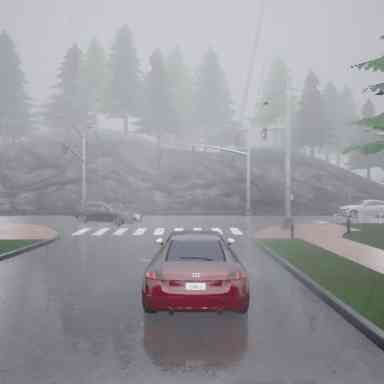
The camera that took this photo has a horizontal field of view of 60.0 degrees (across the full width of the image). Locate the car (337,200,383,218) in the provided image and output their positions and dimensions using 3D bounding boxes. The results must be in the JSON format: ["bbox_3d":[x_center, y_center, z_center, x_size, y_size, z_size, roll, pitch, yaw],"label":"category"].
[{"bbox_3d":[14.352,1.363,27.158,4.674,1.442,1.812,0,0,0],"label":"car"}]

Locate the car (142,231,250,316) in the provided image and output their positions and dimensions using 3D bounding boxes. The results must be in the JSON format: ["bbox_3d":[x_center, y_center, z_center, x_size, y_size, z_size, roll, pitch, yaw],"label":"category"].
[{"bbox_3d":[0.078,1.564,7.625,1.994,1.385,4.181,0,0,0],"label":"car"}]

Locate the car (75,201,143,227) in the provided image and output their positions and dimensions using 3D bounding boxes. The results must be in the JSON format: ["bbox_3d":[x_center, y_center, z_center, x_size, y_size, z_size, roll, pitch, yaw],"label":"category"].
[{"bbox_3d":[-5.460,1.387,21.815,4.902,1.511,2.128,1,0,28],"label":"car"}]
